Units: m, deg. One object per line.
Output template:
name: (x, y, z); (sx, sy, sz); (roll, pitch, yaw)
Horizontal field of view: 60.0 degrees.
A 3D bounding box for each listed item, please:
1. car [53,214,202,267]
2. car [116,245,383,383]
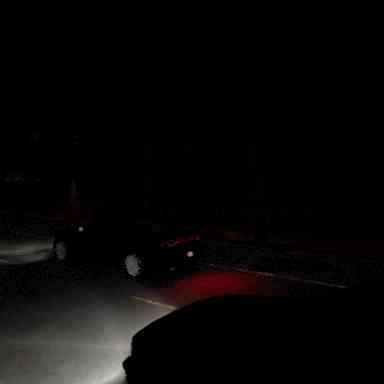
car: (-2.056, 1.376, 9.757); (5.008, 1.535, 1.882); (1, 0, 36)
car: (1.890, 1.549, 2.644); (5.357, 1.411, 2.033); (1, 1, 36)
